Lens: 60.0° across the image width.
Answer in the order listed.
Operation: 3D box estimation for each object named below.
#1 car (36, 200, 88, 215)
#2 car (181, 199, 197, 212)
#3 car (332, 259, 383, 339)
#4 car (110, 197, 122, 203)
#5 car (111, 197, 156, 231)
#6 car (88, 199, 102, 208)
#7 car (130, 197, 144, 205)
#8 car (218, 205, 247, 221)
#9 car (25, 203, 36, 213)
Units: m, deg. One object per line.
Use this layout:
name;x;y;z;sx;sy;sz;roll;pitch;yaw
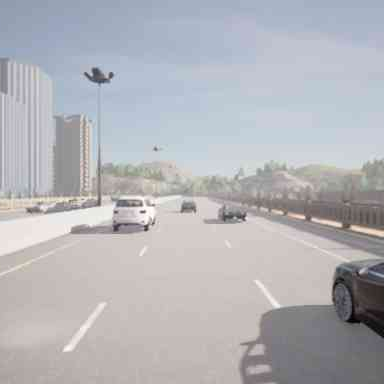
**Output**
car;-10.931;1.653;28.331;2.128;1.511;4.902;0;0;-1
car;-0.403;1.671;41.811;2.128;1.511;4.902;0;0;-1
car;3.510;1.497;4.290;2.128;1.511;4.902;0;0;0
car;-18.503;1.897;81.403;1.994;1.385;4.181;0;0;-1
car;-3.652;1.328;21.658;2.150;2.045;5.566;0;0;-1
car;-14.662;1.756;49.061;2.128;1.511;4.902;0;0;0
car;-11.344;1.872;68.856;2.033;1.411;5.357;0;0;-1
car;3.272;1.707;27.846;1.895;1.301;4.718;0;0;-1
car;-18.070;1.839;40.021;1.895;1.301;4.718;0;0;-1
